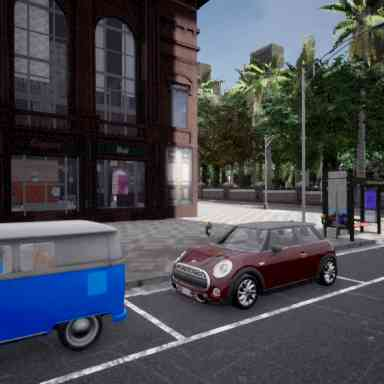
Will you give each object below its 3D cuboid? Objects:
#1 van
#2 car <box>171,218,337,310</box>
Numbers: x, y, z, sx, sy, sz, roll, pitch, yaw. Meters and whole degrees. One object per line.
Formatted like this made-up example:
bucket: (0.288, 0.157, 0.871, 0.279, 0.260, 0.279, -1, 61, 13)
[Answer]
van: (-2.909, 1.341, 4.579, 3.998, 1.788, 1.690, 0, 0, -35)
car: (1.509, 1.439, 7.729, 4.097, 1.590, 1.967, 0, 0, -35)
